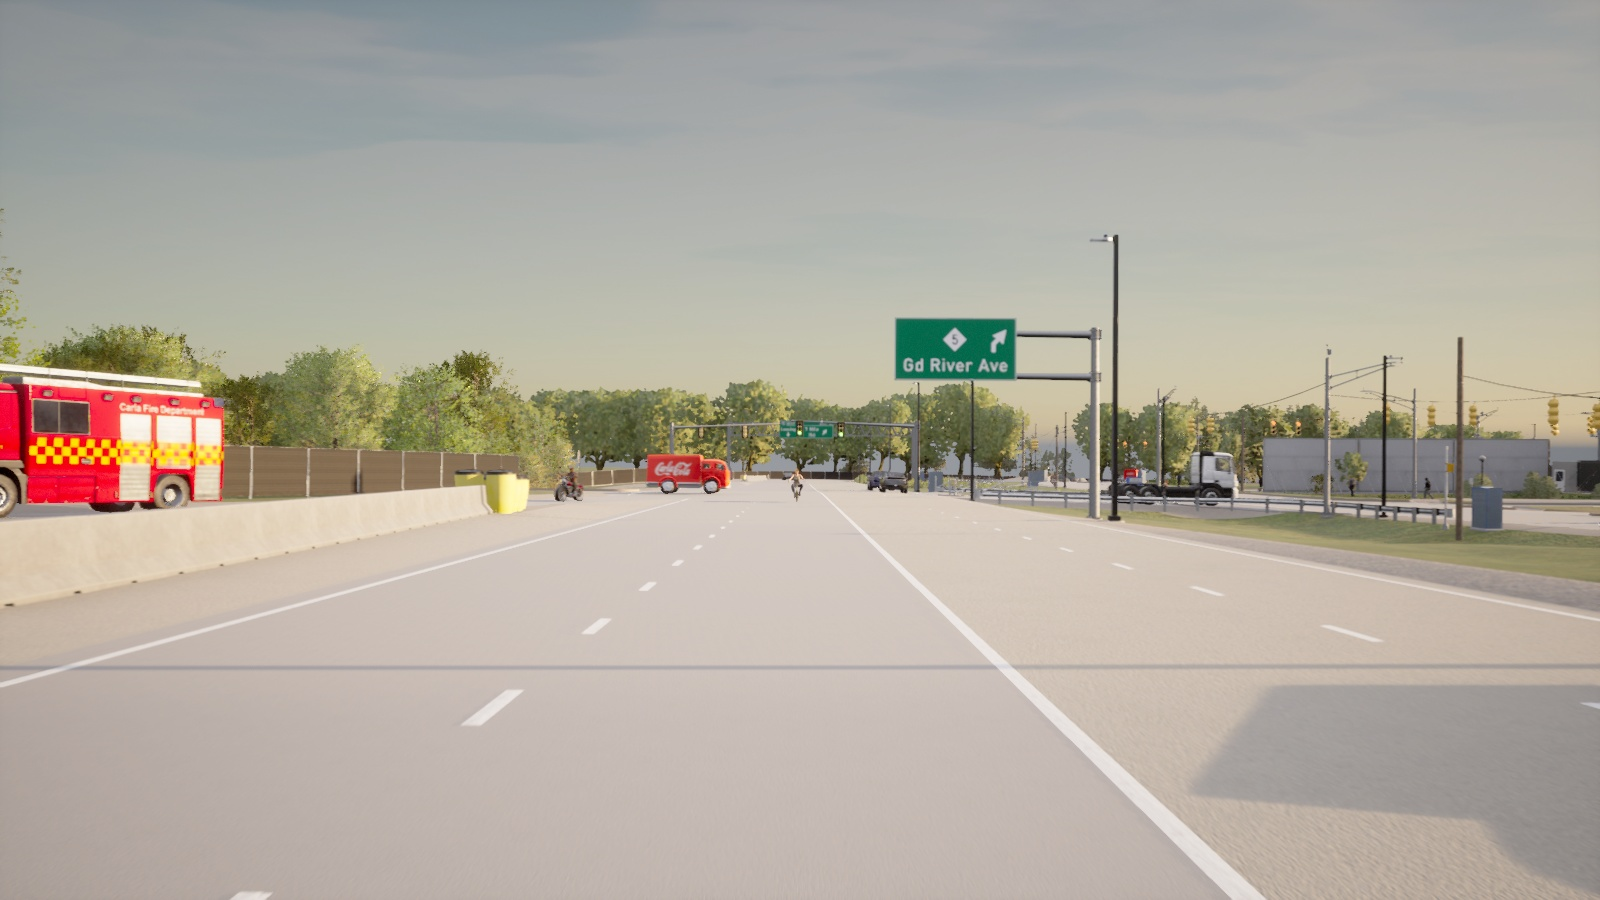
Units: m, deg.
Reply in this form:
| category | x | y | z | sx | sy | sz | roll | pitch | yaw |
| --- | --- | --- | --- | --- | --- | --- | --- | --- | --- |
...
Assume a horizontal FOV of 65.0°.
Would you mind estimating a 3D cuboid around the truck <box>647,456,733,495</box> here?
| category | x | y | z | sx | sy | sz | roll | pitch | yaw |
| --- | --- | --- | --- | --- | --- | --- | --- | --- | --- |
| truck | -6.935 | 1.602 | 79.463 | 5.204 | 2.467 | 2.627 | 0 | -1 | 0 |

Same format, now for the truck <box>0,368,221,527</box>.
| category | x | y | z | sx | sy | sz | roll | pitch | yaw |
| --- | --- | --- | --- | --- | --- | --- | --- | --- | --- |
| truck | -19.730 | -0.012 | 32.846 | 2.891 | 3.827 | 8.468 | 0 | -1 | 23 |

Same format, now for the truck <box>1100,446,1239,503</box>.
| category | x | y | z | sx | sy | sz | roll | pitch | yaw |
| --- | --- | --- | --- | --- | --- | --- | --- | --- | --- |
| truck | 23.310 | 1.551 | 79.513 | 7.936 | 3.462 | 2.891 | 1 | -1 | 1 |

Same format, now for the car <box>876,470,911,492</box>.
| category | x | y | z | sx | sy | sz | roll | pitch | yaw |
| --- | --- | --- | --- | --- | --- | --- | --- | --- | --- |
| car | 6.801 | 2.289 | 92.040 | 2.128 | 1.511 | 4.902 | 2 | -1 | 0 |

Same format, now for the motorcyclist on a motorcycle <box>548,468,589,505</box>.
| category | x | y | z | sx | sy | sz | roll | pitch | yaw |
| --- | --- | --- | --- | --- | --- | --- | --- | --- | --- |
| motorcyclist on a motorcycle | -10.492 | 1.638 | 56.998 | 0.766 | 1.649 | 2.350 | 0 | -1 | 18 |
